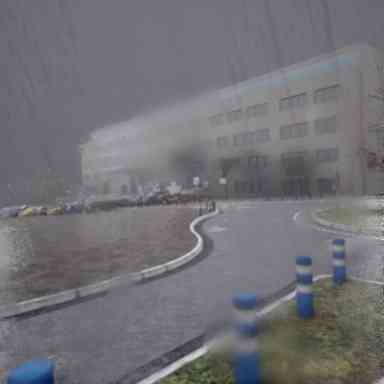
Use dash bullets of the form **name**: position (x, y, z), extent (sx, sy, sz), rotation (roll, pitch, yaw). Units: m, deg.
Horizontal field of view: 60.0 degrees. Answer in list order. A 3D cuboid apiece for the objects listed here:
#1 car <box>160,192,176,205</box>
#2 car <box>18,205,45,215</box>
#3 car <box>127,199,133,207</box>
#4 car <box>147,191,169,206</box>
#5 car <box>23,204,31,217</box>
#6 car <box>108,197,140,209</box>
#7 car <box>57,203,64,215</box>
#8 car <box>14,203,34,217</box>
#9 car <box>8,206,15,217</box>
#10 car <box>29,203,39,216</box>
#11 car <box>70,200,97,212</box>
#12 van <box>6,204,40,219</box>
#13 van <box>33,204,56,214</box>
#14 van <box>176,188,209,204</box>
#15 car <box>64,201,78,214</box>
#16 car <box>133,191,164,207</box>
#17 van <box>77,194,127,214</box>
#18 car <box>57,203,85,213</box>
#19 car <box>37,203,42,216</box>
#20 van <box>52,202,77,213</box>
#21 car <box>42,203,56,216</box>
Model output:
- **car**: position (-1.548, 0.897, 46.689), extent (2.163, 1.488, 4.792), rotation (-5, 0, 44)
- **car**: position (-41.377, 4.659, 85.665), extent (2.435, 2.045, 5.566), rotation (-6, -1, 44)
- **car**: position (-7.548, 1.485, 52.481), extent (2.163, 1.488, 4.792), rotation (-6, -1, 44)
- **car**: position (-3.591, 1.055, 48.644), extent (2.097, 1.535, 5.008), rotation (-6, -1, 44)
- **car**: position (-21.879, 2.791, 49.331), extent (2.002, 1.452, 4.674), rotation (-6, -1, 44)
- **car**: position (-11.489, 1.888, 56.421), extent (2.163, 1.488, 4.792), rotation (-6, -1, 44)
- **car**: position (-13.918, 1.811, 41.561), extent (2.185, 1.767, 4.553), rotation (-6, -1, 44)
- **car**: position (-23.834, 2.949, 51.498), extent (1.946, 1.575, 5.366), rotation (-6, -1, 44)
- **car**: position (-25.905, 2.908, 53.207), extent (2.435, 2.045, 5.566), rotation (-6, -1, 44)
- **car**: position (-19.979, 2.596, 47.470), extent (2.002, 1.452, 4.674), rotation (-6, -1, 44)
- **car**: position (-21.501, 2.754, 66.127), extent (2.185, 1.767, 4.553), rotation (-6, -1, 44)
- **van**: position (-27.953, 3.142, 55.091), extent (1.878, 1.987, 4.442), rotation (-6, -1, 44)
- **van**: position (-35.340, 4.069, 79.880), extent (1.878, 1.987, 4.442), rotation (-6, -1, 44)
- **van**: position (0.481, 0.478, 44.807), extent (1.878, 1.987, 4.442), rotation (-5, 0, 44)
- **car**: position (-11.943, 1.740, 39.587), extent (2.097, 1.535, 5.008), rotation (-5, 0, 44)
- **car**: position (-5.583, 1.002, 50.535), extent (2.435, 2.045, 5.566), rotation (-6, -1, 44)
- **van**: position (-10.061, 1.342, 37.572), extent (1.878, 1.987, 4.442), rotation (-5, 0, 44)
- **car**: position (-25.443, 3.285, 70.051), extent (2.231, 1.521, 4.892), rotation (-6, -1, 44)
- **car**: position (-17.974, 2.381, 45.543), extent (2.163, 1.488, 4.792), rotation (-6, -1, 44)
- **van**: position (-27.539, 3.269, 71.915), extent (1.878, 1.987, 4.442), rotation (-6, -1, 44)
- **car**: position (-16.137, 2.158, 43.441), extent (1.946, 1.575, 5.366), rotation (-6, -1, 44)
